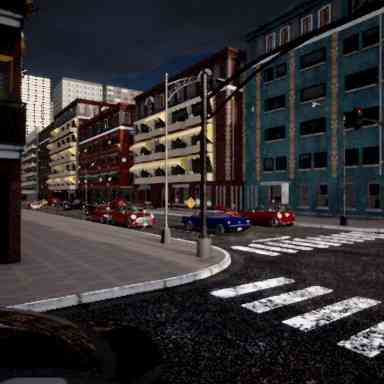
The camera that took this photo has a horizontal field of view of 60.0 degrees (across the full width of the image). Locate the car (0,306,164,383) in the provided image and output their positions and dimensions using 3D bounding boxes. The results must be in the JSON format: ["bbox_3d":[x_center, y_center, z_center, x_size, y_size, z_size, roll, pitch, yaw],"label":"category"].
[{"bbox_3d":[-2.336,1.505,1.365,4.892,1.490,1.837,0,0,-35],"label":"car"}]

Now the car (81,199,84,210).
[{"bbox_3d":[-13.716,2.060,47.008,1.837,1.490,4.892,0,-1,-34],"label":"car"}]

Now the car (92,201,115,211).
[{"bbox_3d":[-13.709,2.153,51.387,2.008,1.369,4.403,-1,0,-35],"label":"car"}]

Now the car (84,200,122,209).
[{"bbox_3d":[-9.713,1.905,36.210,2.128,1.511,4.902,0,-1,-35],"label":"car"}]

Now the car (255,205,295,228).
[{"bbox_3d":[5.332,1.633,24.081,1.967,1.590,4.097,-1,0,-35],"label":"car"}]

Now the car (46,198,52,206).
[{"bbox_3d":[-32.749,2.322,78.701,2.192,1.841,5.009,-1,0,-35],"label":"car"}]

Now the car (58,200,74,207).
[{"bbox_3d":[-26.400,2.423,69.595,2.008,1.369,4.403,-1,0,-35],"label":"car"}]

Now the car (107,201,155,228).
[{"bbox_3d":[-4.300,1.690,24.104,1.967,1.590,4.097,-1,0,-35],"label":"car"}]

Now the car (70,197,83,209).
[{"bbox_3d":[-19.642,1.902,55.431,2.150,2.045,5.566,0,-1,-35],"label":"car"}]

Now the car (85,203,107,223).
[{"bbox_3d":[-7.471,1.901,28.656,1.802,1.307,4.206,-1,0,-35],"label":"car"}]

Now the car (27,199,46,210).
[{"bbox_3d":[-26.509,2.167,55.969,1.967,1.590,4.097,-1,0,-35],"label":"car"}]

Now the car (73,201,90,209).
[{"bbox_3d":[-20.054,2.320,60.492,1.802,1.307,4.206,-1,0,-35],"label":"car"}]

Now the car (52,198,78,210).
[{"bbox_3d":[-19.004,1.928,49.704,1.895,1.301,4.718,0,-1,-35],"label":"car"}]

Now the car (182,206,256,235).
[{"bbox_3d":[1.377,1.776,20.300,1.895,1.301,4.718,0,-1,-35],"label":"car"}]
